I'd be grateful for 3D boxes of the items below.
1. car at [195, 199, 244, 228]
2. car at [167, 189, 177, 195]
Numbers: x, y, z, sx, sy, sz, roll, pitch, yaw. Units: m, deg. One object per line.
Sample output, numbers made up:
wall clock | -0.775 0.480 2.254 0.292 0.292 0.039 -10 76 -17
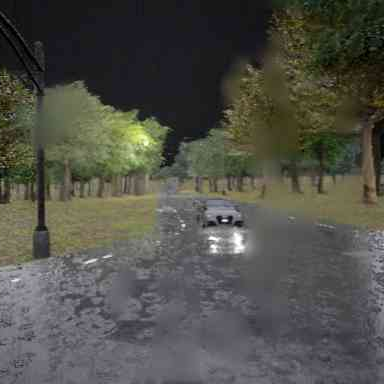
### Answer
car | 1.291 1.040 17.028 1.994 1.385 4.181 0 2 -6
car | -4.427 0.033 73.022 1.994 1.385 4.181 0 0 -6
